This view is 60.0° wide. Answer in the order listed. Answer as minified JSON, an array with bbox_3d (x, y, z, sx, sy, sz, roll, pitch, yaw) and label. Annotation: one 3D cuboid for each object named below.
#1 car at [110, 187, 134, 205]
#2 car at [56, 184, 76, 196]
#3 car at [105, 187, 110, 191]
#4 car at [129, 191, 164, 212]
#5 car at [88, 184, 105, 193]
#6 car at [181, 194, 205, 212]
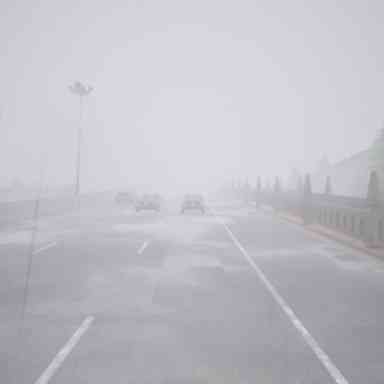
[{"bbox_3d":[-6.909,0.507,35.693,2.128,1.511,4.902,0,2,0],"label":"car"},{"bbox_3d":[-21.048,-0.402,56.383,2.150,2.045,5.566,0,2,1],"label":"car"},{"bbox_3d":[-14.025,-0.188,61.759,2.033,1.411,5.357,0,1,0],"label":"car"},{"bbox_3d":[-3.415,0.826,27.147,2.033,1.411,5.357,0,2,0],"label":"car"},{"bbox_3d":[-17.525,-0.512,61.716,2.150,2.045,5.566,0,1,0],"label":"car"},{"bbox_3d":[0.085,0.828,27.092,2.033,1.411,5.357,0,2,0],"label":"car"}]
